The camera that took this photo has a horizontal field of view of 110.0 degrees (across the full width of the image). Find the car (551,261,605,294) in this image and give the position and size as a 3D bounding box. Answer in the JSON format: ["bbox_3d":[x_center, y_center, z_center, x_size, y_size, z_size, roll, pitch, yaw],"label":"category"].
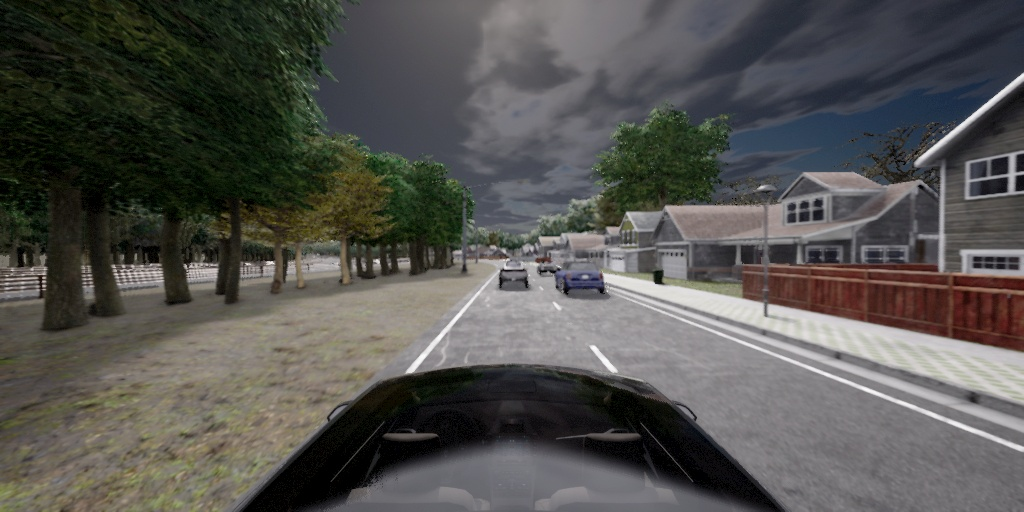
[{"bbox_3d":[3.597,1.035,19.780,2.097,1.767,4.553,0,0,0],"label":"car"}]

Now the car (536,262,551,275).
[{"bbox_3d":[3.595,1.291,37.431,1.895,1.301,4.718,0,0,0],"label":"car"}]

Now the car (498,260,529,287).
[{"bbox_3d":[0.094,1.171,23.560,2.128,1.511,4.902,0,0,0],"label":"car"}]
